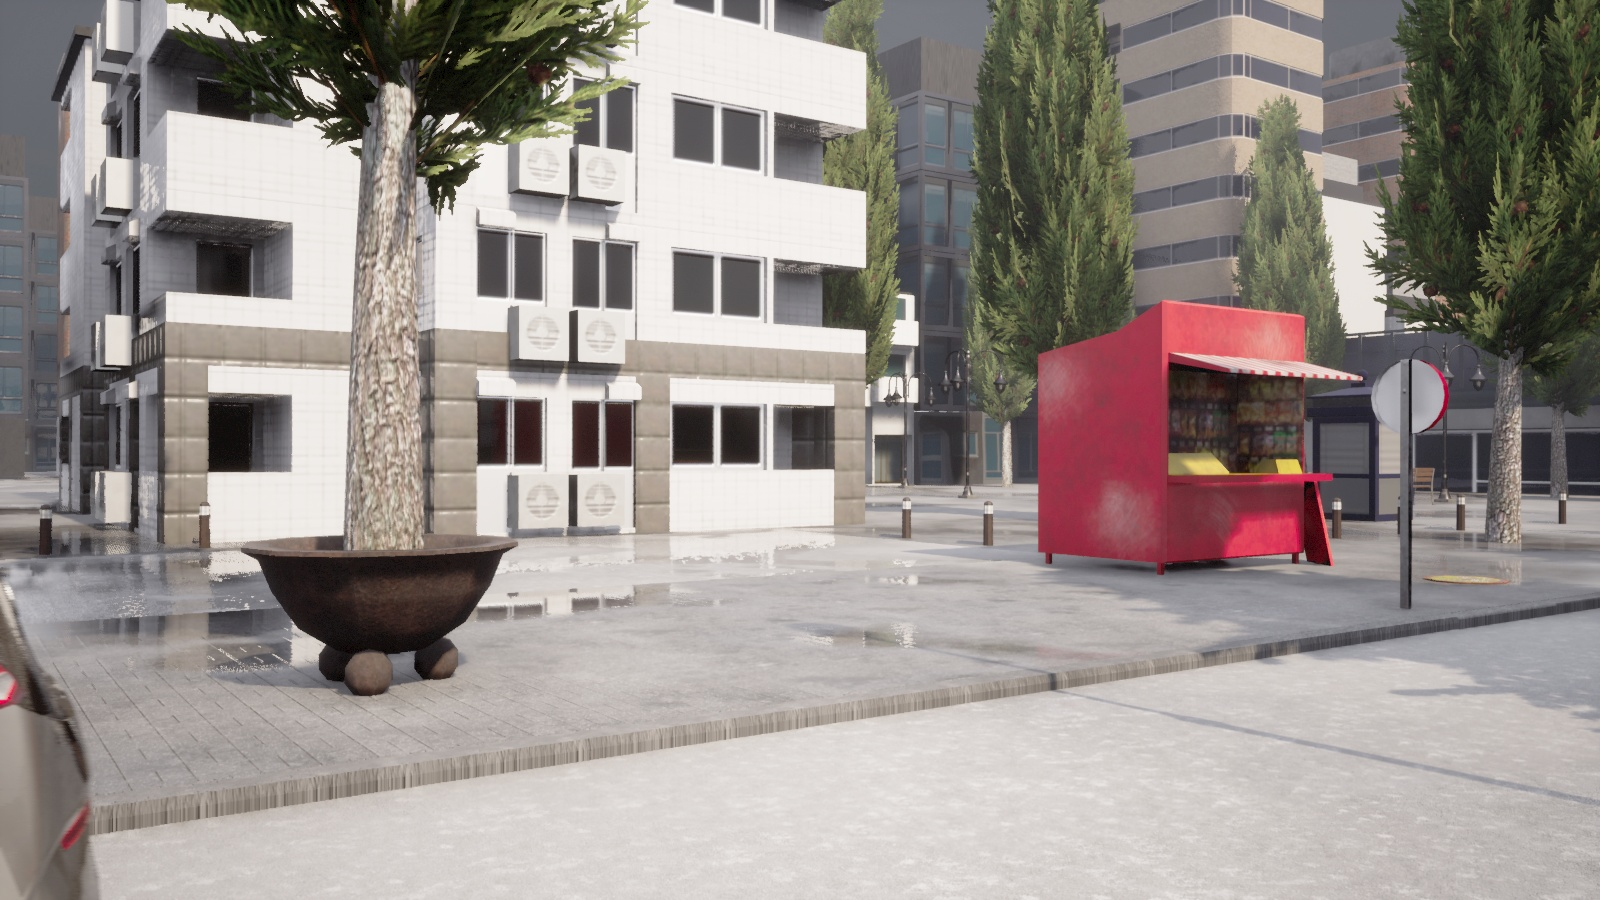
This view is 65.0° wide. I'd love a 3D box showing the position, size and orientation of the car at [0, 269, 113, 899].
[{"bbox_3d":[-3.851,0.535,1.591,5.027,1.651,2.152,0,0,-35],"label":"car"}]
